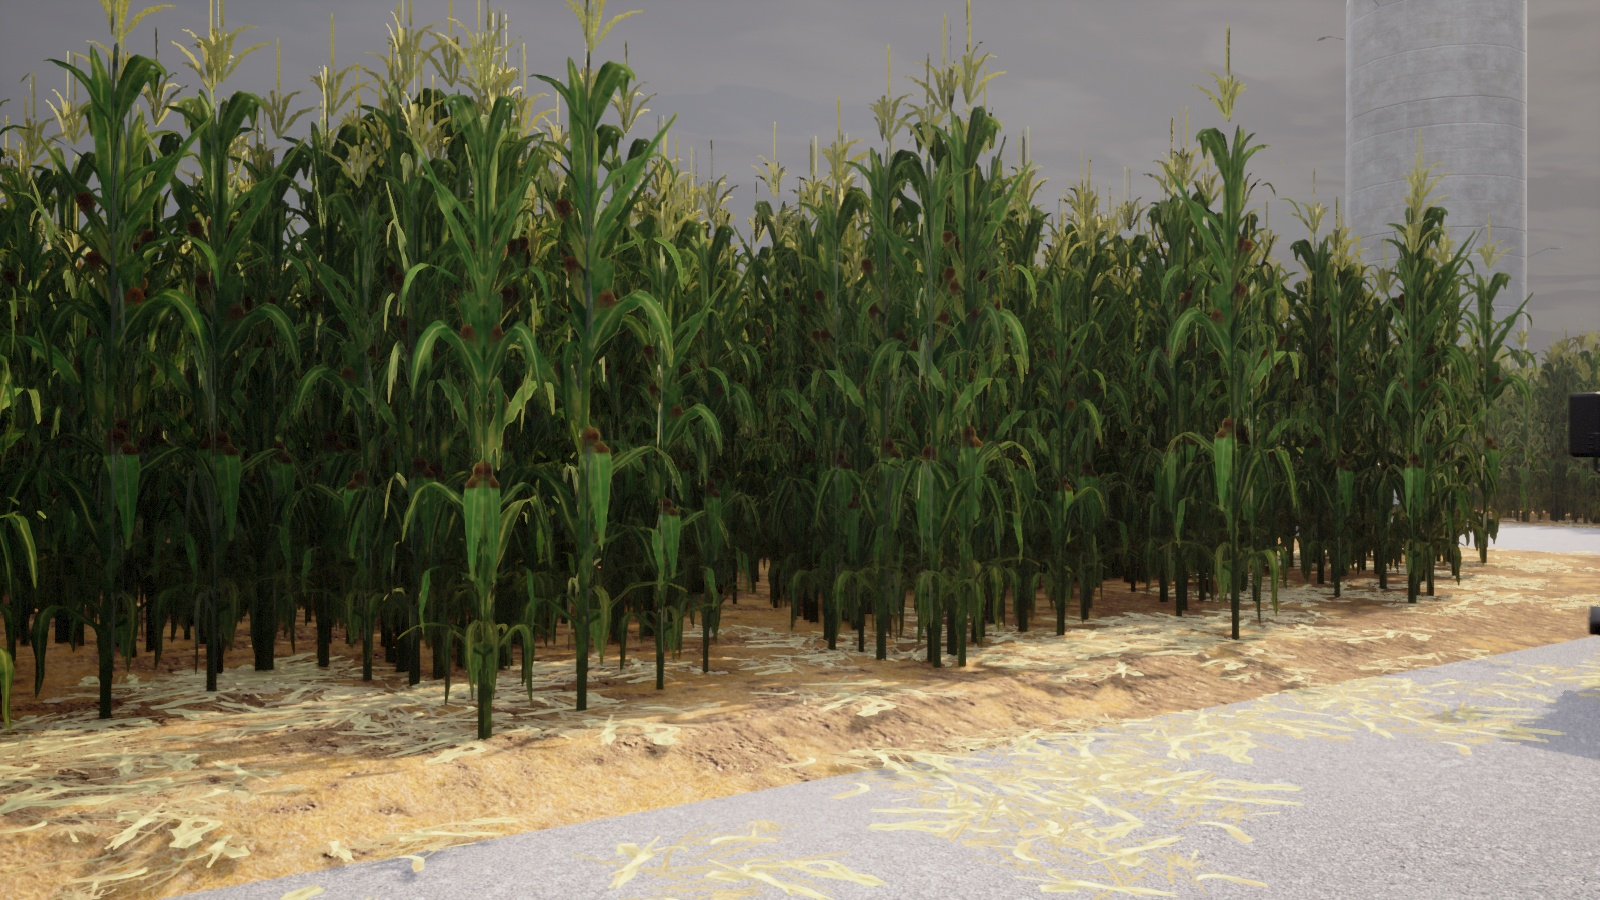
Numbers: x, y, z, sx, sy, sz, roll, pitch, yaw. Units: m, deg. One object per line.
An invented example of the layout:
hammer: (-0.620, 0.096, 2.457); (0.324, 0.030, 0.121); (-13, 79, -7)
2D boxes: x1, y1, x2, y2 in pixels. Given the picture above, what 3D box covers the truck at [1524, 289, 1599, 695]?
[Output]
truck: (7.495, 0.236, 8.392); (5.204, 2.467, 2.627); (-1, 0, -35)
